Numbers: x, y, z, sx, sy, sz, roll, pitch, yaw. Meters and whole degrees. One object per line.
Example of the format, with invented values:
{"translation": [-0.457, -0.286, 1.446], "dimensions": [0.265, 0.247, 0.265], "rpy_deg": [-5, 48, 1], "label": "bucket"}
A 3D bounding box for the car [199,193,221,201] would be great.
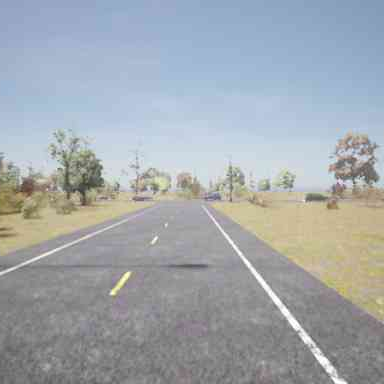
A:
{"translation": [4.678, 1.241, 86.028], "dimensions": [5.566, 2.045, 2.150], "rpy_deg": [0, 0, -2], "label": "car"}

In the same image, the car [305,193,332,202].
{"translation": [30.064, 1.334, 79.753], "dimensions": [5.566, 2.045, 2.150], "rpy_deg": [0, 0, -2], "label": "car"}

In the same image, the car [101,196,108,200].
{"translation": [-24.111, 1.486, 85.259], "dimensions": [4.718, 1.301, 1.895], "rpy_deg": [0, 0, -2], "label": "car"}

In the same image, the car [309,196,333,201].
{"translation": [33.712, 1.647, 86.875], "dimensions": [5.357, 1.411, 2.033], "rpy_deg": [0, 0, -2], "label": "car"}

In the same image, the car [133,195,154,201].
{"translation": [-11.551, 1.488, 78.629], "dimensions": [4.902, 1.511, 2.128], "rpy_deg": [0, 0, -2], "label": "car"}
